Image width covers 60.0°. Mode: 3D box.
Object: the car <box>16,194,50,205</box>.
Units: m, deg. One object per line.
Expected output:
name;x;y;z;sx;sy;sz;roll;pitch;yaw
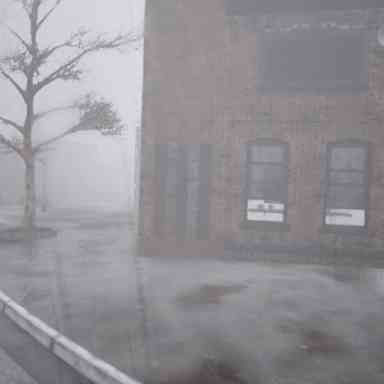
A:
car;-19.583;0.931;41.289;1.812;1.442;4.674;2;0;12
